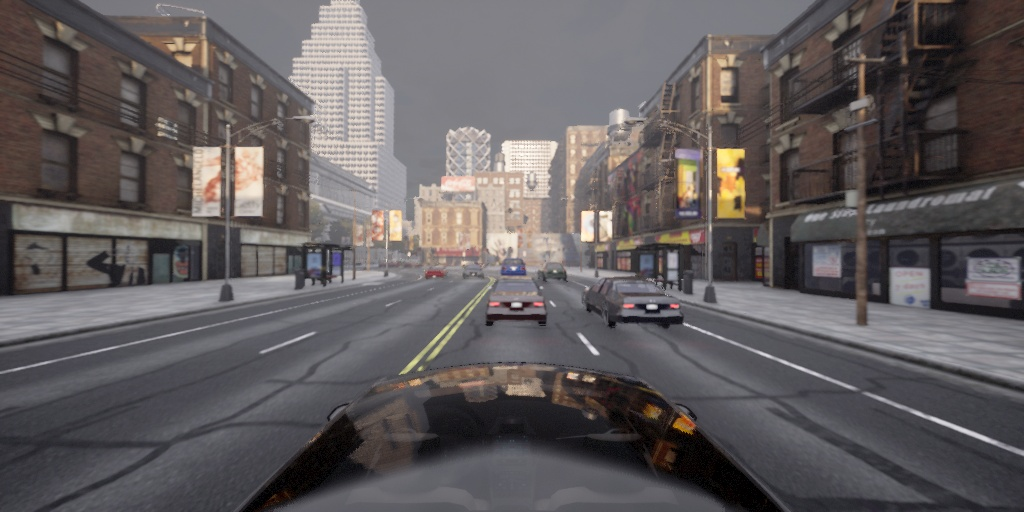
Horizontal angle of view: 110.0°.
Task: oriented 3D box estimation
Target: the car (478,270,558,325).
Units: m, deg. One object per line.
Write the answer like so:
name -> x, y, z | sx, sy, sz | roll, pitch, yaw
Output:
car -> 0.128, 1.371, 12.077 | 2.033, 1.411, 5.357 | 0, 0, 0

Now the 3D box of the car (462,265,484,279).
car -> -3.759, 1.539, 35.180 | 1.994, 1.385, 4.181 | 0, 0, -6

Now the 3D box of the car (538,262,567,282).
car -> 3.479, 1.328, 31.910 | 2.097, 1.767, 4.553 | 0, 0, -3

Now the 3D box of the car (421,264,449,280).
car -> -7.200, 1.560, 34.464 | 1.895, 1.301, 4.718 | 0, 0, -6

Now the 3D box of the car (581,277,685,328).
car -> 3.627, 1.381, 11.773 | 2.033, 1.411, 5.357 | 0, 0, 0

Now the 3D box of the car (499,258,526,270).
car -> 0.037, 1.183, 31.577 | 2.150, 2.045, 5.566 | 0, 0, -2
